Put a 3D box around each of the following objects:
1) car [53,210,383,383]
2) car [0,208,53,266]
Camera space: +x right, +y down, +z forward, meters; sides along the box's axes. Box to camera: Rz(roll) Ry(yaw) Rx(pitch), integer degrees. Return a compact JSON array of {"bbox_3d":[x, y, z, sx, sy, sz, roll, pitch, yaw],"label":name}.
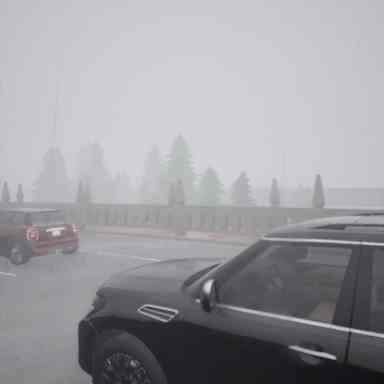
[{"bbox_3d":[1.430,1.213,2.882,5.566,2.045,2.150,0,0,35],"label":"car"},{"bbox_3d":[-6.176,1.330,11.624,4.553,1.767,2.097,0,0,29],"label":"car"}]
